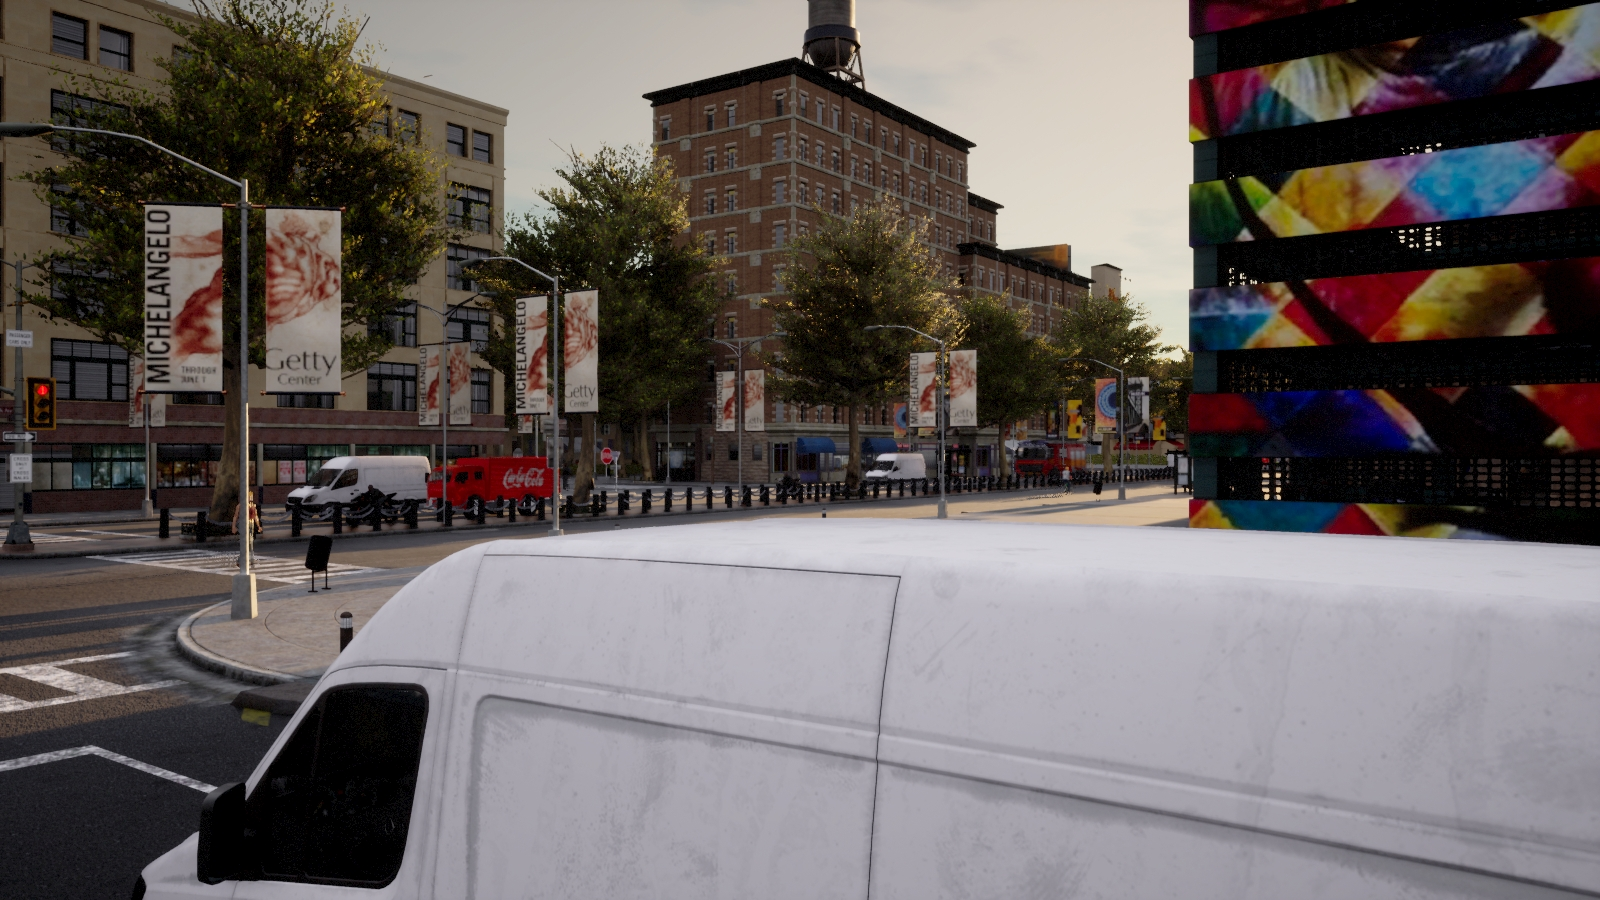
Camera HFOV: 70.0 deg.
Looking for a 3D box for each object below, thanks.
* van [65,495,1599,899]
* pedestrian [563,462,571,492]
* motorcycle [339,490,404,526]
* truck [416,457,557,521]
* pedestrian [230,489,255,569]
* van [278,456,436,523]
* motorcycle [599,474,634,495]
[{"bbox_3d":[-0.118,1.534,3.913,5.915,2.561,1.988,0,0,36],"label":"van"},{"bbox_3d":[-14.691,1.696,72.023,0.375,1.860,0.375,0,0,29],"label":"pedestrian"},{"bbox_3d":[-16.269,2.205,43.436,0.867,1.251,2.209,0,0,36],"label":"motorcycle"},{"bbox_3d":[-13.076,1.565,47.908,2.627,2.467,5.204,0,0,36],"label":"truck"},{"bbox_3d":[-13.119,1.848,26.881,0.375,1.860,0.375,0,0,32],"label":"pedestrian"},{"bbox_3d":[-18.065,1.534,46.934,1.988,2.561,5.915,0,0,36],"label":"van"},{"bbox_3d":[-11.719,2.205,72.969,0.867,1.251,2.209,0,0,36],"label":"motorcycle"}]
